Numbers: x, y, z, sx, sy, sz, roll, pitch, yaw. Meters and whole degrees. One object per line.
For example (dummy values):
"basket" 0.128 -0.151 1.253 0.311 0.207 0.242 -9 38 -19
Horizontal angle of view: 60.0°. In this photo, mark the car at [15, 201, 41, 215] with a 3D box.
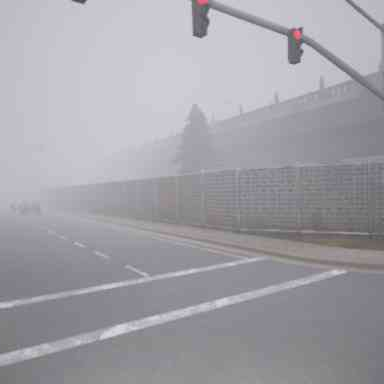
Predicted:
"car" -18.869 1.779 38.819 2.128 1.511 4.902 -1 0 -33

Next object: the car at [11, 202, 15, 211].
"car" -24.509 1.991 47.264 1.895 1.301 4.718 -1 0 -33
